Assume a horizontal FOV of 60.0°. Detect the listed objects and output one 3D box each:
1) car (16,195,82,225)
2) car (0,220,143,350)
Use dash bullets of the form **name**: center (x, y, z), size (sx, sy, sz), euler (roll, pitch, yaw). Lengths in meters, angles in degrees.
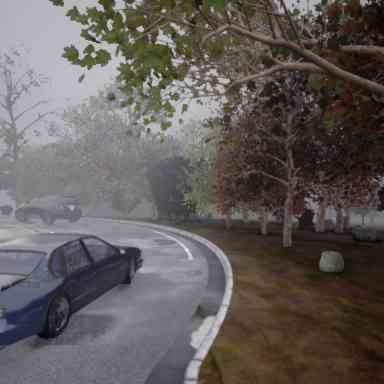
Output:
- **car**: center (-10.383, 1.218, 24.058), size (5.566, 2.045, 2.150), euler (0, 0, 34)
- **car**: center (-2.674, 1.546, 6.623), size (2.033, 1.411, 5.357), euler (0, 0, 11)
